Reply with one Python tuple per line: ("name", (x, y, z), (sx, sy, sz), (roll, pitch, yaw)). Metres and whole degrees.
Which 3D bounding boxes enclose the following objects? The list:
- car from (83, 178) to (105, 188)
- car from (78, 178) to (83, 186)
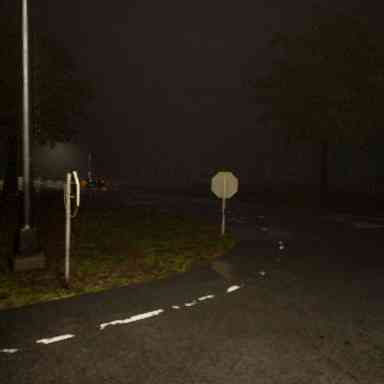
("car", (-15.335, -1.463, 52.940), (1.882, 1.535, 5.008), (0, 3, -32))
("car", (-19.341, -1.794, 59.010), (1.994, 1.385, 4.181), (0, 3, -33))
